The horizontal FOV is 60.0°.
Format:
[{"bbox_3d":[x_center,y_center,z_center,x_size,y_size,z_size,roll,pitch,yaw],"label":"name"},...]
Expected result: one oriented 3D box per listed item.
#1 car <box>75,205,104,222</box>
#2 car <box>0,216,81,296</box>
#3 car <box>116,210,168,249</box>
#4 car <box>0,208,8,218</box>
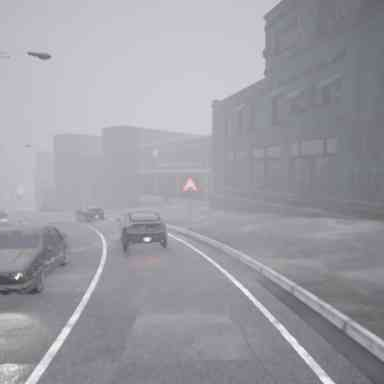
[{"bbox_3d":[-9.904,2.001,32.056,1.837,1.490,4.892,-3,0,-32],"label":"car"},{"bbox_3d":[-4.625,1.644,9.094,2.033,1.411,5.357,-1,-1,-10],"label":"car"},{"bbox_3d":[-2.331,1.605,15.161,1.837,1.490,4.892,-1,-1,-14],"label":"car"},{"bbox_3d":[-27.156,2.808,45.765,4.553,1.767,2.097,-3,1,41],"label":"car"}]
